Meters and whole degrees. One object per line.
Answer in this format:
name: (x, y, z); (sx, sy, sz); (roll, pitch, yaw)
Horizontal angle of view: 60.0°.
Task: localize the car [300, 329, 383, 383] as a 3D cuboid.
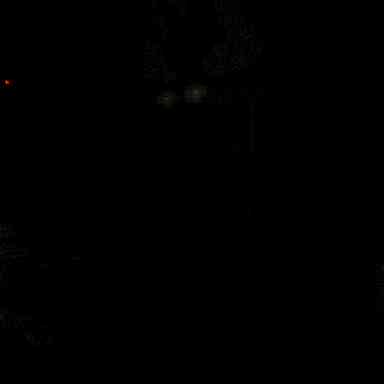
car: (2.738, 1.315, 0.853); (5.009, 1.841, 2.192); (0, 0, 36)
